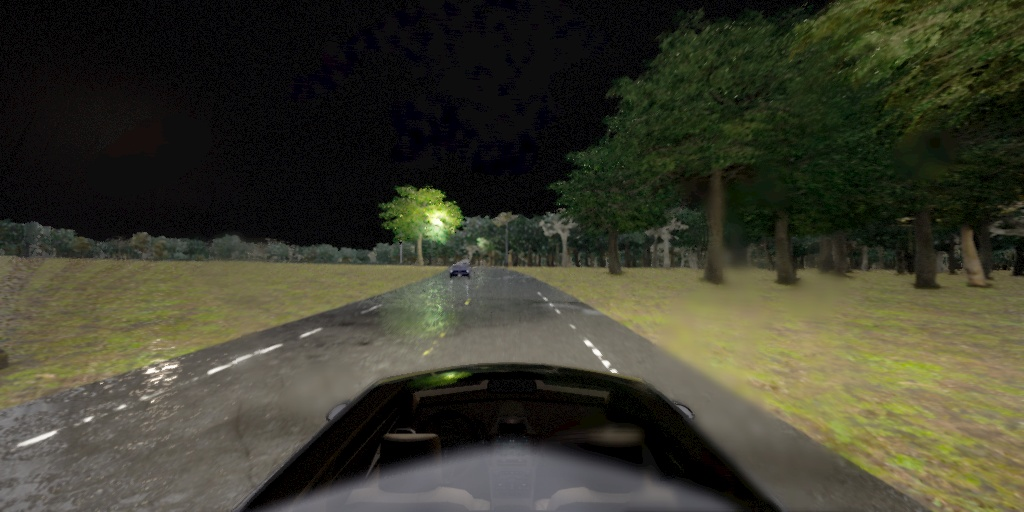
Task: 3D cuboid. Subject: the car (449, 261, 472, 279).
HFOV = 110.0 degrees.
[{"bbox_3d":[-4.711,1.400,33.353,1.895,1.301,4.718,0,0,-4],"label":"car"}]
